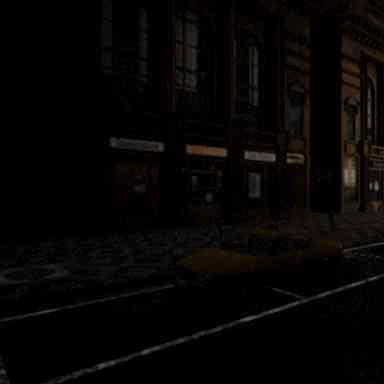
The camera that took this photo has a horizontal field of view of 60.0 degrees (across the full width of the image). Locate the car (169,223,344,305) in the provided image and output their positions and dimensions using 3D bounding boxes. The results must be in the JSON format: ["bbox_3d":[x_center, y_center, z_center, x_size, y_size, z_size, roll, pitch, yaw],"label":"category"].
[{"bbox_3d":[1.755,1.479,8.018,4.829,1.417,1.752,-1,1,-36],"label":"car"}]
